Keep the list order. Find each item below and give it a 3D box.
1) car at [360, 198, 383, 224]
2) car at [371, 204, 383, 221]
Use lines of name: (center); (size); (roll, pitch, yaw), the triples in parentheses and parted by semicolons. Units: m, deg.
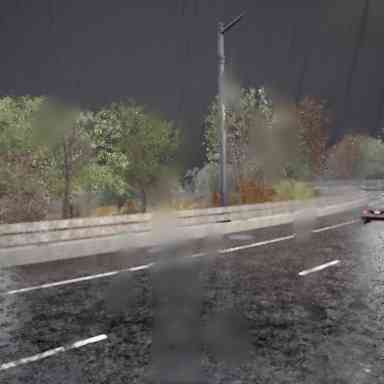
car: (11.211, 1.028, 18.928); (2.033, 1.411, 5.357); (-1, 1, 42)
car: (7.921, 1.162, 10.758); (4.902, 1.511, 2.128); (-2, 1, -43)
